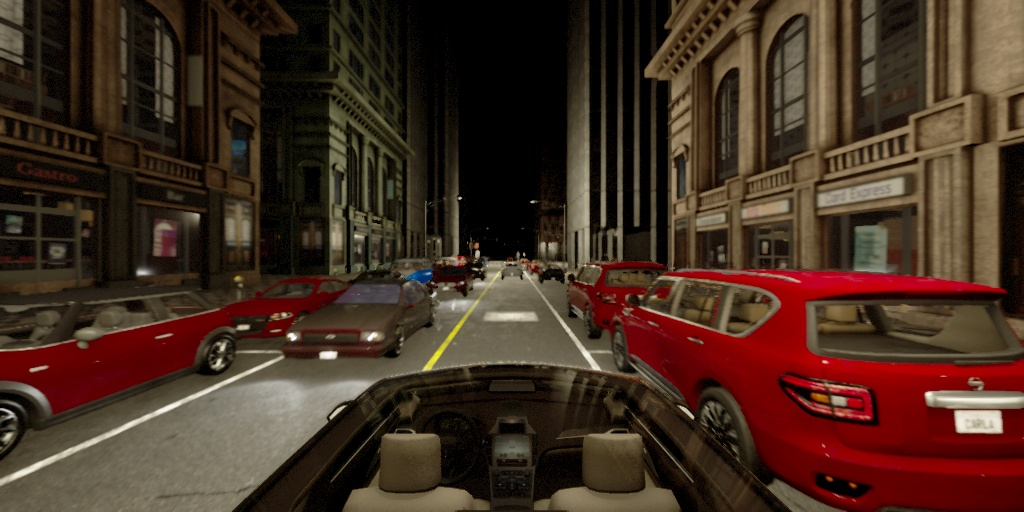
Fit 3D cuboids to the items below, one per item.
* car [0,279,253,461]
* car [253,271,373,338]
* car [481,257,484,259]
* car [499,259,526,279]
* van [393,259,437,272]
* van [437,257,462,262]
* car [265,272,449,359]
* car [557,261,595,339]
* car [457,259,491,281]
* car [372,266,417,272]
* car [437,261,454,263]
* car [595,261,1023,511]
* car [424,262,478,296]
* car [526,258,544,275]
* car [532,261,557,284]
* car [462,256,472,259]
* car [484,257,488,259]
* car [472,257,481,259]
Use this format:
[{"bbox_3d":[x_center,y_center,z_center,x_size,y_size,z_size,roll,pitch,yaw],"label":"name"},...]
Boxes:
[{"bbox_3d":[-5.763,1.184,4.506,1.967,1.591,4.097,0,0,0],"label":"car"},{"bbox_3d":[-5.762,1.279,9.947,1.888,1.381,4.507,0,0,0],"label":"car"},{"bbox_3d":[-5.760,1.105,53.477,1.967,1.591,4.097,0,0,0],"label":"car"},{"bbox_3d":[0.020,1.225,31.081,1.812,1.442,4.674,0,0,1],"label":"car"},{"bbox_3d":[-5.762,1.056,20.829,1.690,1.789,3.998,0,0,0],"label":"van"},{"bbox_3d":[-5.761,1.038,31.712,1.690,1.789,3.998,0,0,0],"label":"van"},{"bbox_3d":[-3.095,1.284,8.709,2.033,1.411,5.357,0,0,0],"label":"car"},{"bbox_3d":[2.763,1.049,9.955,2.192,1.841,5.009,0,0,0],"label":"car"},{"bbox_3d":[-3.046,1.207,29.358,1.837,1.490,4.892,0,0,1],"label":"car"},{"bbox_3d":[-5.762,1.290,15.388,1.948,1.339,4.313,0,0,0],"label":"car"},{"bbox_3d":[-5.762,1.252,26.271,1.888,1.381,4.507,0,0,0],"label":"car"},{"bbox_3d":[2.763,1.060,4.514,2.192,1.841,5.009,0,0,0],"label":"car"},{"bbox_3d":[-3.073,1.245,18.986,1.812,1.442,4.674,0,0,0],"label":"car"},{"bbox_3d":[2.764,1.129,37.158,1.967,1.591,4.097,0,0,0],"label":"car"},{"bbox_3d":[2.764,1.258,26.277,2.007,1.370,4.403,0,0,0],"label":"car"},{"bbox_3d":[-5.761,1.003,37.153,2.192,1.841,5.009,0,0,0],"label":"car"},{"bbox_3d":[-5.760,1.248,64.356,1.802,1.307,4.207,0,0,0],"label":"car"},{"bbox_3d":[-5.760,0.986,48.035,2.192,1.841,5.009,0,0,0],"label":"car"}]
